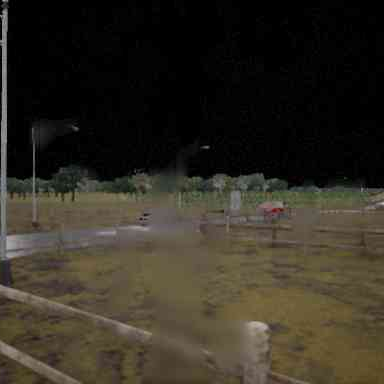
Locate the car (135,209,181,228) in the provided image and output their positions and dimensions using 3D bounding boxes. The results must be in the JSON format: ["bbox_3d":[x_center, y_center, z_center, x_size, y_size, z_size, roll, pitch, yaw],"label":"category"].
[{"bbox_3d":[-2.710,2.132,27.645,1.994,1.385,4.181,1,-1,35],"label":"car"}]

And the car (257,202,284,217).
[{"bbox_3d":[11.180,2.389,47.250,2.150,2.045,5.566,1,-2,36],"label":"car"}]
